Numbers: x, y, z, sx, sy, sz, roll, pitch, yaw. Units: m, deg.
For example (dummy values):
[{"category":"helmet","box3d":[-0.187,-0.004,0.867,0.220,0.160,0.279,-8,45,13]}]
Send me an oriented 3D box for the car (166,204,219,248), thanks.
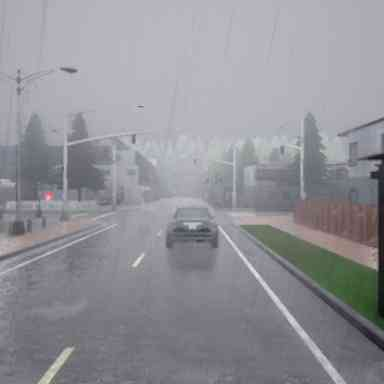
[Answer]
[{"category":"car","box3d":[0.034,1.349,14.850,2.097,1.767,4.553,0,0,0]}]
